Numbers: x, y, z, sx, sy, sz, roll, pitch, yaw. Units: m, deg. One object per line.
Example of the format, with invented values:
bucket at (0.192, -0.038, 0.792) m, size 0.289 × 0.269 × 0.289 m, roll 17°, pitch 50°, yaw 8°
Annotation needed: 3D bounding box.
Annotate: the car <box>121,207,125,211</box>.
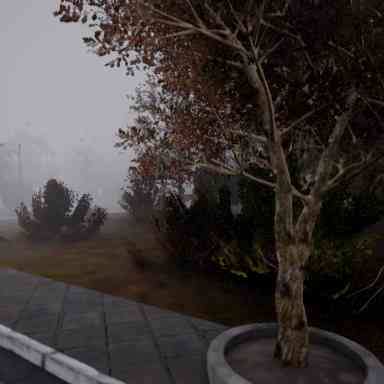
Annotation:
car at (-12.182, 3.039, 66.291) m, size 1.812 × 1.442 × 4.674 m, roll -4°, pitch -2°, yaw 32°
